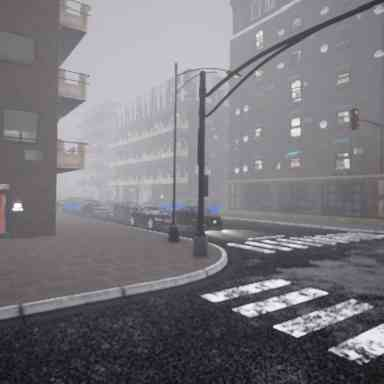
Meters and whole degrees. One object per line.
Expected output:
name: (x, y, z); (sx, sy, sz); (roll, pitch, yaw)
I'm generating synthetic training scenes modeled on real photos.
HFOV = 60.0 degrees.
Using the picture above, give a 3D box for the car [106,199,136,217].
car: (-5.658, 1.579, 30.275); (2.128, 1.511, 4.902); (1, -1, -35)

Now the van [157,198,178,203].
van: (-2.466, 1.522, 35.180); (1.690, 1.788, 3.998); (1, -1, -35)

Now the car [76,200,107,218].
car: (-8.949, 1.633, 30.696); (1.802, 1.307, 4.206); (1, -1, -35)

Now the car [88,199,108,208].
car: (-15.197, 1.804, 53.582); (1.802, 1.307, 4.206); (1, -1, -35)

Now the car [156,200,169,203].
car: (-4.632, 1.740, 33.815); (1.895, 1.301, 4.718); (1, -1, -35)

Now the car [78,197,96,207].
car: (-18.377, 1.672, 58.185); (1.967, 1.590, 4.097); (1, -1, -35)

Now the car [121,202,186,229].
car: (-2.584, 1.580, 21.494); (2.008, 1.369, 4.403); (1, -1, -35)

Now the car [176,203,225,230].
car: (0.244, 1.631, 21.738); (1.994, 1.385, 4.181); (1, -1, -35)

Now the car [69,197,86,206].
car: (-21.559, 1.681, 62.786); (1.967, 1.590, 4.097); (1, -1, -35)

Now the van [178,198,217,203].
van: (0.717, 1.511, 30.579); (1.690, 1.788, 3.998); (1, -1, -35)

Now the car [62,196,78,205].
car: (-24.741, 1.690, 67.387); (1.967, 1.590, 4.097); (1, -1, -35)

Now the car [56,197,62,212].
car: (-15.313, 1.623, 39.899); (2.008, 1.369, 4.403); (1, -1, -35)

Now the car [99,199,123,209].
car: (-12.014, 1.757, 48.982); (1.887, 1.381, 4.507); (1, -1, -35)

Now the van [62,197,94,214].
van: (-12.128, 1.403, 35.299); (1.690, 1.788, 3.998); (1, -1, -35)

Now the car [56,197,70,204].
car: (-27.925, 1.803, 71.987); (1.887, 1.381, 4.507); (1, -1, -35)
